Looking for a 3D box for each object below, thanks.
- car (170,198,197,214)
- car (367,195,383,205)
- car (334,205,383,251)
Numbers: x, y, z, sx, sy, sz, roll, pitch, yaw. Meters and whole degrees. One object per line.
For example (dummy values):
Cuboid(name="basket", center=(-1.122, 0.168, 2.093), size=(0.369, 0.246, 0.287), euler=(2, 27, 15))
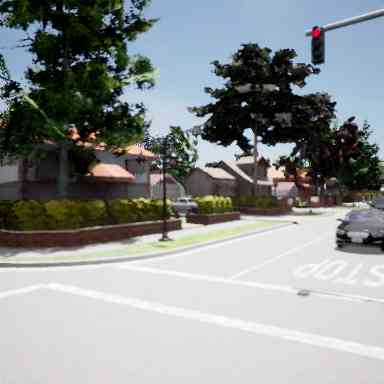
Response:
Cuboid(name="car", center=(-0.405, 1.322, 32.288), size=(3.806, 1.475, 1.970), euler=(-1, 0, 36))
Cuboid(name="car", center=(13.491, 1.237, 22.855), size=(2.150, 2.045, 5.566), euler=(-1, 0, 35))
Cuboid(name="car", center=(7.483, 1.507, 14.266), size=(2.128, 1.511, 4.902), euler=(-1, 0, 35))
